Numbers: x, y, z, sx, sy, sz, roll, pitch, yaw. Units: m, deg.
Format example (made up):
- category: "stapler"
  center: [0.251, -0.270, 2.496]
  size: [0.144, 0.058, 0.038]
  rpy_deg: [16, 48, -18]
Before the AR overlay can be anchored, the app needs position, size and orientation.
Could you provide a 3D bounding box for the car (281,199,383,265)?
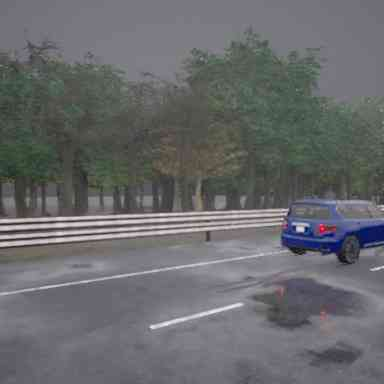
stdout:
- category: "car"
  center: [5.659, 1.286, 12.169]
  size: [5.566, 2.045, 2.150]
  rpy_deg: [0, 0, -35]
